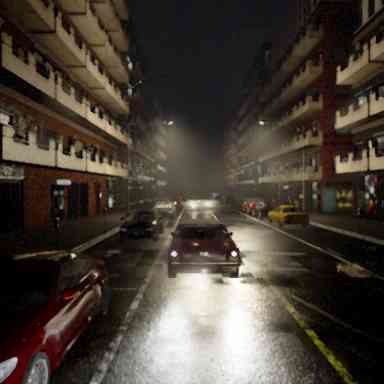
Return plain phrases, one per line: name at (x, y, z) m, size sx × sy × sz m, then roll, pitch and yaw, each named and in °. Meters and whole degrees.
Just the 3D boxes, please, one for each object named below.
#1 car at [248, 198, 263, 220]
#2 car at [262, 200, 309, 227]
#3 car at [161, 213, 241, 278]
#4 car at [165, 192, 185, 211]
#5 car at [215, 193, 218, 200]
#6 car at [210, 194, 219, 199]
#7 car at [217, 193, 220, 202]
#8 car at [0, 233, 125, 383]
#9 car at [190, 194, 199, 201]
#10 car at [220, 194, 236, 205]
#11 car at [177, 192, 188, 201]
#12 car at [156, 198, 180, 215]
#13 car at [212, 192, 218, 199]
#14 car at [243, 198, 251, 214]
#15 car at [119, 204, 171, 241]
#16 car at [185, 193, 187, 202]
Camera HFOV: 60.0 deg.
car at (6.123, 1.454, 27.022) m, size 1.947 × 1.339 × 4.313 m, roll -1°, pitch 0°, yaw 0°
car at (6.105, 1.436, 21.590) m, size 1.752 × 1.417 × 4.829 m, roll -1°, pitch 0°, yaw 0°
car at (0.290, 1.558, 10.135) m, size 1.895 × 1.301 × 4.718 m, roll 0°, pitch 0°, yaw 0°
car at (-2.224, 1.157, 38.281) m, size 2.192 × 1.841 × 5.009 m, roll -1°, pitch 0°, yaw 0°
car at (6.250, 1.254, 66.406) m, size 1.752 × 1.417 × 4.829 m, roll -1°, pitch 0°, yaw 0°
car at (6.340, 1.169, 94.246) m, size 2.008 × 1.369 × 4.403 m, roll -1°, pitch 0°, yaw 0°
car at (6.231, 1.302, 60.635) m, size 2.008 × 1.369 × 4.403 m, roll -1°, pitch 0°, yaw 0°
car at (-2.329, 1.562, 4.670) m, size 1.802 × 1.307 × 4.206 m, roll -1°, pitch 0°, yaw 0°
car at (0.596, 1.173, 74.584) m, size 1.882 × 1.535 × 5.008 m, roll 0°, pitch 0°, yaw 0°
car at (6.213, 1.340, 55.032) m, size 1.947 × 1.339 × 4.313 m, roll -1°, pitch 0°, yaw 0°
car at (-2.116, 1.021, 71.893) m, size 2.192 × 1.841 × 5.009 m, roll -1°, pitch 0°, yaw 0°
car at (-2.257, 1.438, 27.078) m, size 2.008 × 1.369 × 4.403 m, roll -1°, pitch 0°, yaw 0°
car at (6.284, 1.125, 77.440) m, size 1.967 × 1.590 × 4.097 m, roll -1°, pitch 0°, yaw 0°
car at (6.139, 1.305, 32.624) m, size 1.967 × 1.590 × 4.097 m, roll -1°, pitch 0°, yaw 0°
car at (-2.293, 1.484, 15.875) m, size 2.008 × 1.369 × 4.403 m, roll -1°, pitch 0°, yaw 0°
car at (-2.131, 1.279, 66.292) m, size 2.008 × 1.369 × 4.403 m, roll -1°, pitch 0°, yaw 0°
